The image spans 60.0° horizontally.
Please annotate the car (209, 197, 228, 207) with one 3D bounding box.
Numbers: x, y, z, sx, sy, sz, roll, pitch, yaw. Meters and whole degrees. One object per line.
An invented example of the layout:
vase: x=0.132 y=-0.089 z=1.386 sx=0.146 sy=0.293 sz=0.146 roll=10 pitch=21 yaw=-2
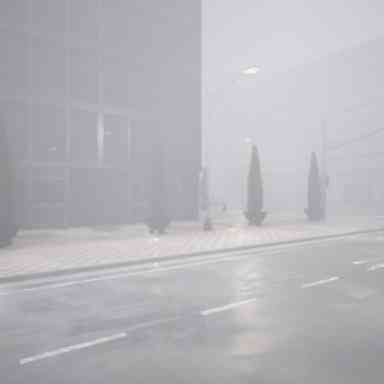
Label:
car: x=3.532 y=1.497 z=51.539 sx=1.812 sy=1.442 sz=4.674 roll=0 pitch=0 yaw=-35
